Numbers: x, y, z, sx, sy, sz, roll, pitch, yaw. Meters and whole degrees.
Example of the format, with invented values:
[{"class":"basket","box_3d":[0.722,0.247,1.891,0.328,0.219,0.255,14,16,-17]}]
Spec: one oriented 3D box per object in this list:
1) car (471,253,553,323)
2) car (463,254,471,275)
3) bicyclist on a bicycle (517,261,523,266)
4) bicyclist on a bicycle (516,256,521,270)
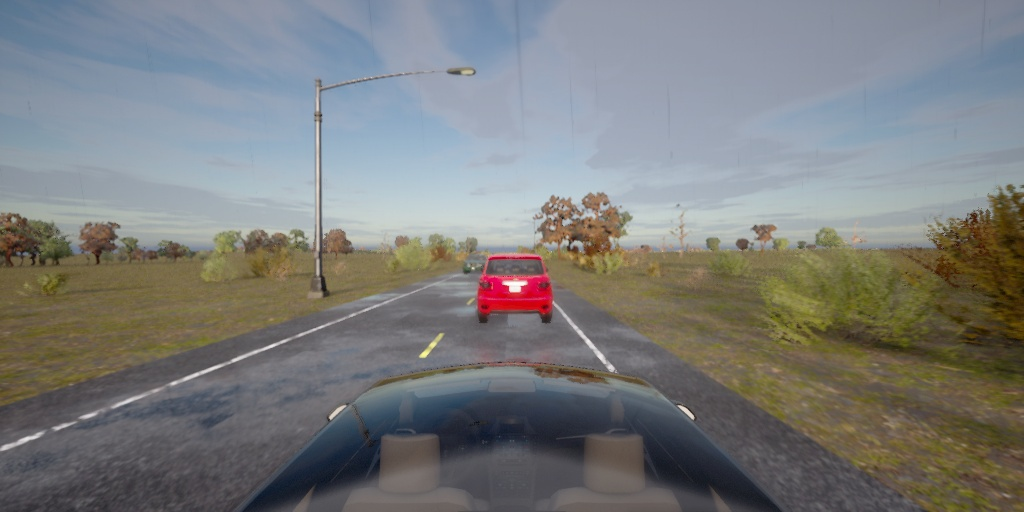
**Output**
[{"class":"car","box_3d":[0.091,0.930,12.059,2.150,2.045,5.566,0,0,0]},{"class":"car","box_3d":[-3.629,0.829,36.482,2.150,2.045,5.566,0,0,0]},{"class":"bicyclist on a bicycle","box_3d":[0.927,0.966,39.345,0.659,1.776,1.843,0,0,0]},{"class":"bicyclist on a bicycle","box_3d":[0.918,0.931,48.347,0.659,1.776,1.843,0,0,0]}]
